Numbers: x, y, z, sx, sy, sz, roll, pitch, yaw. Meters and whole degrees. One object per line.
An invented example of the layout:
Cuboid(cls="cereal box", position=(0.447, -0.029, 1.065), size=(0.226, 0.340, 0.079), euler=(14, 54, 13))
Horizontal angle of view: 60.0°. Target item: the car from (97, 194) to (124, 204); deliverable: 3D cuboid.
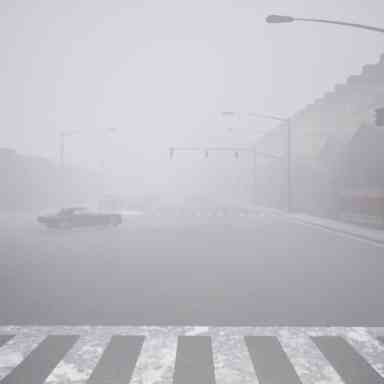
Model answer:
Cuboid(cls="car", position=(-10.605, 1.218, 43.309), size=(2.150, 2.045, 5.566), euler=(0, 0, 2))

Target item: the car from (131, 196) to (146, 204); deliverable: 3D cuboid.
Cuboid(cls="car", position=(-10.586, 1.487, 65.934), size=(2.128, 1.511, 4.902), euler=(0, 0, 1))

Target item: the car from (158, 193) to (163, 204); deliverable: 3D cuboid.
Cuboid(cls="car", position=(-7.091, 1.219, 66.045), size=(2.150, 2.045, 5.566), euler=(0, 0, 0))

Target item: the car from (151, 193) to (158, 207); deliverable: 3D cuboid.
Cuboid(cls="car", position=(-7.124, 1.348, 52.503), size=(2.097, 1.767, 4.553), euler=(0, 0, 0))

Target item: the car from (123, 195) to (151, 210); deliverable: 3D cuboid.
Cuboid(cls="car", position=(-7.118, 1.488, 43.558), size=(2.128, 1.511, 4.902), euler=(0, 0, 0))

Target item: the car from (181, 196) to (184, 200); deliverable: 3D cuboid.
Cuboid(cls="car", position=(-1.256, 1.366, 82.734), size=(1.837, 1.490, 4.892), euler=(0, 0, -17))

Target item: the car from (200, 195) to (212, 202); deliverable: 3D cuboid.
Cuboid(cls="car", position=(3.399, 1.542, 73.968), size=(1.994, 1.385, 4.181), euler=(0, 0, -3))

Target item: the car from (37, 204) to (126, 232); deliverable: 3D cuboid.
Cuboid(cls="car", position=(-6.611, 1.599, 20.052), size=(4.718, 1.301, 1.895), euler=(0, 0, -39))

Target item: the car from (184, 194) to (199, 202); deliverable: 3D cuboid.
Cuboid(cls="car", position=(-0.086, 1.485, 72.643), size=(1.837, 1.490, 4.892), euler=(0, 0, -3))

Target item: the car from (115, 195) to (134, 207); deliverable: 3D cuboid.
Cuboid(cls="car", position=(-10.618, 1.348, 52.839), size=(2.097, 1.767, 4.553), euler=(0, 0, 0))
